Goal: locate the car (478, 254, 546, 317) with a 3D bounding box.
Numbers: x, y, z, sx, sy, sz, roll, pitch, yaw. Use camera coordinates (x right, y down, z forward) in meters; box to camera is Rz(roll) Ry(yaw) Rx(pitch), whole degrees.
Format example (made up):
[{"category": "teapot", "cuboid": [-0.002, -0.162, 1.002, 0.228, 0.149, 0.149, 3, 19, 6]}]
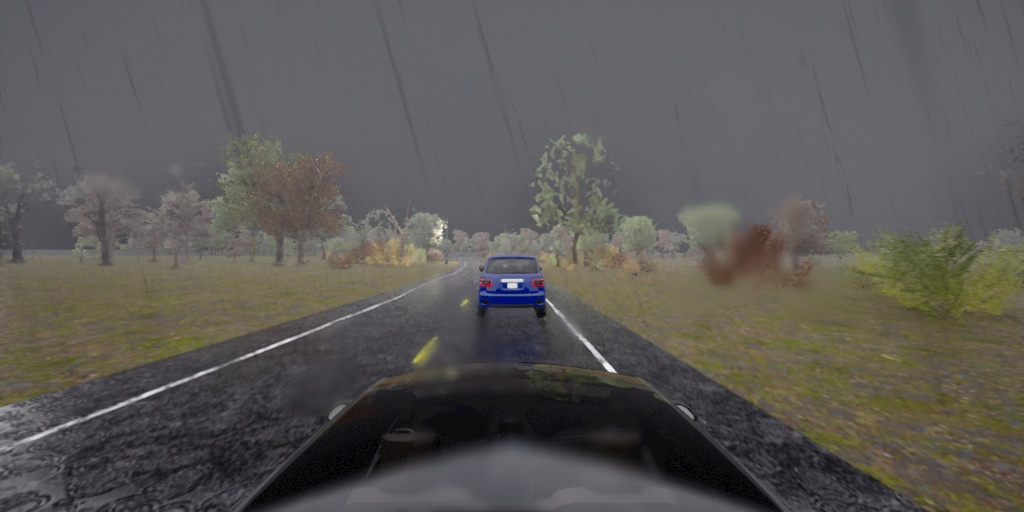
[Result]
[{"category": "car", "cuboid": [-0.039, 0.962, 13.231, 2.150, 2.045, 5.566, 0, 0, -1]}]
